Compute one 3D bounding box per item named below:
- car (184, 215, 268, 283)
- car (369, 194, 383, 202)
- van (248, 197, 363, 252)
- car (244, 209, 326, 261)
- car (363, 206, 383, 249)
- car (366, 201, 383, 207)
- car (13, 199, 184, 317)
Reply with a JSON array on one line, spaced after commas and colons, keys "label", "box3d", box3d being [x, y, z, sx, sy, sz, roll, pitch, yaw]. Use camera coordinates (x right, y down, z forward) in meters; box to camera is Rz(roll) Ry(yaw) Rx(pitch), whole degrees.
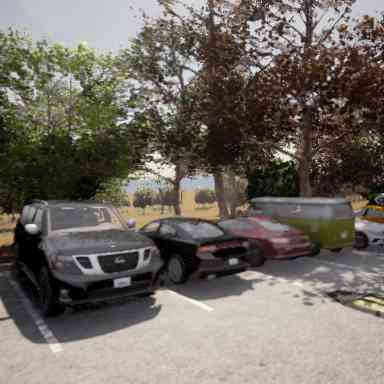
[{"label": "car", "box3d": [-0.468, 1.459, 9.721, 2.097, 1.535, 5.008, 0, 0, -36]}, {"label": "car", "box3d": [13.074, 1.140, 19.357, 2.435, 2.045, 5.566, 0, 0, -36]}, {"label": "van", "box3d": [3.868, 1.211, 12.965, 1.878, 1.987, 4.442, 0, 0, -36]}, {"label": "car", "box3d": [1.786, 1.488, 11.333, 2.002, 1.452, 4.674, 0, 0, -36]}, {"label": "car", "box3d": [6.190, 1.466, 14.482, 2.002, 1.452, 4.674, 0, 0, -36]}, {"label": "car", "box3d": [8.551, 1.414, 16.157, 2.097, 1.535, 5.008, 0, 0, -36]}, {"label": "car", "box3d": [-2.812, 1.220, 8.020, 2.435, 2.045, 5.566, 0, 0, -36]}]
